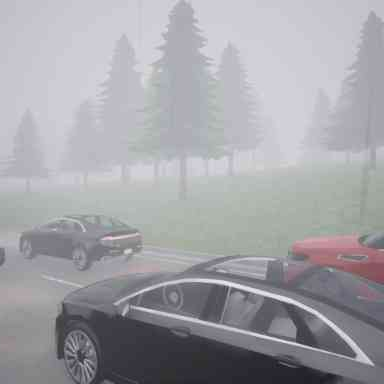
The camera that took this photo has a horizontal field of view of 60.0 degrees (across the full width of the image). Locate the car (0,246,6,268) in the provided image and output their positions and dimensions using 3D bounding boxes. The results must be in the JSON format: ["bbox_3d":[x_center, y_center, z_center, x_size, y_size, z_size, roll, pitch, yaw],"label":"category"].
[{"bbox_3d":[-7.085,1.601,9.027,4.718,1.301,1.895,0,0,36],"label":"car"}]

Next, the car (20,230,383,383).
[{"bbox_3d":[0.440,1.492,3.680,4.902,1.511,2.128,0,0,36],"label":"car"}]

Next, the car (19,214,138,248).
[{"bbox_3d":[-3.798,1.492,10.971,4.902,1.511,2.128,0,0,36],"label":"car"}]

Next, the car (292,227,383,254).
[{"bbox_3d":[4.248,1.221,5.261,5.566,2.045,2.150,0,0,36],"label":"car"}]
